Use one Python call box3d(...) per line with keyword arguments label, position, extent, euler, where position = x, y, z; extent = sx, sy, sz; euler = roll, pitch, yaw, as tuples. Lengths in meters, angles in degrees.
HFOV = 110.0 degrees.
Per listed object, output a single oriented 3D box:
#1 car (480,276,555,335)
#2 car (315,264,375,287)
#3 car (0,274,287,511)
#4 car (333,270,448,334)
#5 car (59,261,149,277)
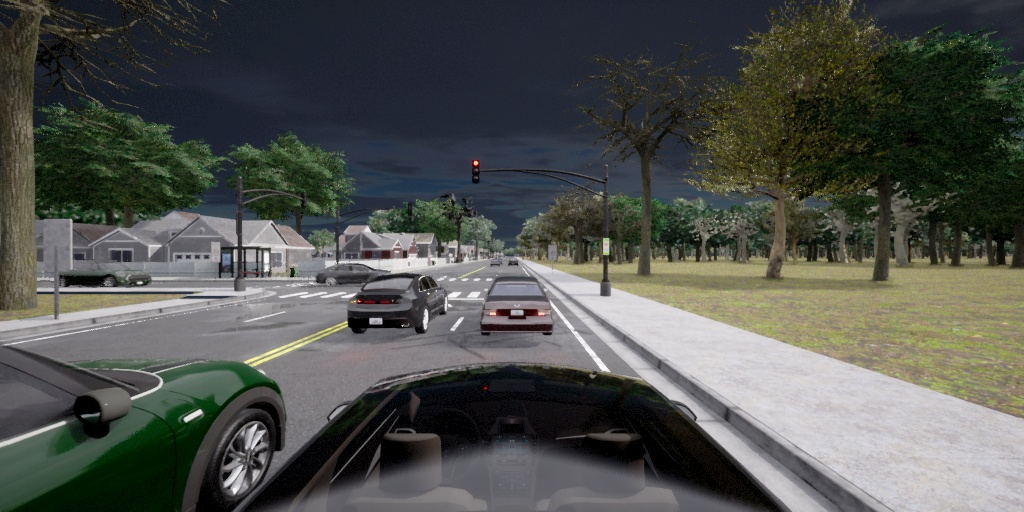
box3d(label="car", position=(0.119, 1.296, 10.421), extent=(2.033, 1.411, 5.357), euler=(0, 0, 0))
box3d(label="car", position=(-10.398, 1.263, 23.993), extent=(4.892, 1.490, 1.837), euler=(-1, 1, -13))
box3d(label="car", position=(-3.149, 1.102, 1.476), extent=(2.097, 1.767, 4.553), euler=(0, 0, 0))
box3d(label="car", position=(-3.138, 1.254, 10.674), extent=(1.837, 1.490, 4.892), euler=(0, 0, 0))
box3d(label="car", position=(-26.034, 1.137, 22.945), extent=(4.553, 1.767, 2.097), euler=(0, 0, 1))
